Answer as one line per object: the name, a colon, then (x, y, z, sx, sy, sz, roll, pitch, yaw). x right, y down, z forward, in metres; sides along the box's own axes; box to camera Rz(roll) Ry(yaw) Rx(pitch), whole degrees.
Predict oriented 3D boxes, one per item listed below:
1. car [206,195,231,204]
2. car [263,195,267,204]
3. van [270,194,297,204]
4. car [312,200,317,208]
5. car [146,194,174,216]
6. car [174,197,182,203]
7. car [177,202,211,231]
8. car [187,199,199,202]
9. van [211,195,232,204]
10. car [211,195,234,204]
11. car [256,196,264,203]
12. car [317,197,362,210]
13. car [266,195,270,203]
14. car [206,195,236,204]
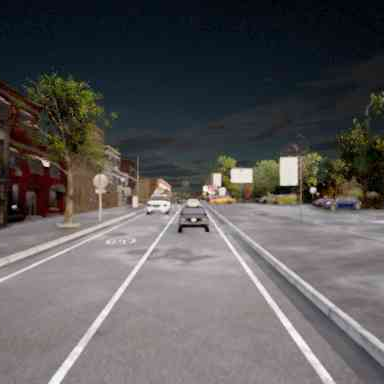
car: (6.183, 1.691, 78.510, 5.566, 2.045, 2.435, 0, -2, -1)
car: (18.676, 1.761, 71.269, 5.366, 1.575, 1.946, 0, -1, 0)
van: (18.418, 1.434, 65.817, 4.442, 1.987, 1.878, 0, -1, 0)
car: (18.676, 1.538, 45.021, 4.674, 1.452, 2.002, 0, 0, 0)
car: (-3.354, 1.261, 34.071, 2.150, 2.045, 5.566, 0, 0, 0)
car: (-3.323, 1.851, 75.152, 1.837, 1.490, 4.892, 0, -1, 0)
car: (0.095, 1.573, 20.678, 2.033, 1.411, 5.357, 0, 0, 0)
car: (0.091, 1.571, 39.914, 1.812, 1.442, 4.674, 0, 0, 0)
van: (6.329, 1.560, 72.320, 4.442, 1.987, 1.878, 0, -1, 0)
car: (6.269, 1.593, 69.281, 4.553, 1.767, 2.185, 0, -1, 0)
car: (18.415, 1.651, 76.989, 5.566, 2.045, 2.435, 0, -2, -1)
car: (18.747, 1.368, 41.851, 4.553, 1.767, 2.185, 0, 0, 0)
car: (18.697, 1.707, 68.609, 5.366, 1.575, 1.946, 0, -1, 0)
car: (6.077, 1.663, 66.359, 5.366, 1.575, 1.946, 0, -1, 0)
